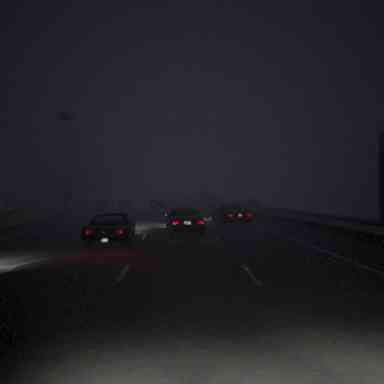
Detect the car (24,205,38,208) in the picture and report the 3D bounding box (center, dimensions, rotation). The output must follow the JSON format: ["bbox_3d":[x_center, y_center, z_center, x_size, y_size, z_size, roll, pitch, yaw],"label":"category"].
[{"bbox_3d":[-25.952,1.848,54.118,2.033,1.411,5.357,-1,0,-17],"label":"car"}]

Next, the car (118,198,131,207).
[{"bbox_3d":[-10.904,1.626,53.577,2.128,1.511,4.902,0,0,-17],"label":"car"}]

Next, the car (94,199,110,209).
[{"bbox_3d":[-12.219,1.638,45.072,2.128,1.511,4.902,0,0,-15],"label":"car"}]

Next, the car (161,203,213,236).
[{"bbox_3d":[-0.472,1.558,18.671,2.033,1.411,5.357,-1,0,-7],"label":"car"}]

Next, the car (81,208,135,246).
[{"bbox_3d":[-3.711,1.646,15.565,1.895,1.301,4.718,-1,0,-5],"label":"car"}]

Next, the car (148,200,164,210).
[{"bbox_3d":[-4.664,1.664,44.158,1.895,1.301,4.718,-1,0,-14],"label":"car"}]

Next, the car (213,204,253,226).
[{"bbox_3d":[2.651,1.525,23.522,2.033,1.411,5.357,-1,0,-9],"label":"car"}]
